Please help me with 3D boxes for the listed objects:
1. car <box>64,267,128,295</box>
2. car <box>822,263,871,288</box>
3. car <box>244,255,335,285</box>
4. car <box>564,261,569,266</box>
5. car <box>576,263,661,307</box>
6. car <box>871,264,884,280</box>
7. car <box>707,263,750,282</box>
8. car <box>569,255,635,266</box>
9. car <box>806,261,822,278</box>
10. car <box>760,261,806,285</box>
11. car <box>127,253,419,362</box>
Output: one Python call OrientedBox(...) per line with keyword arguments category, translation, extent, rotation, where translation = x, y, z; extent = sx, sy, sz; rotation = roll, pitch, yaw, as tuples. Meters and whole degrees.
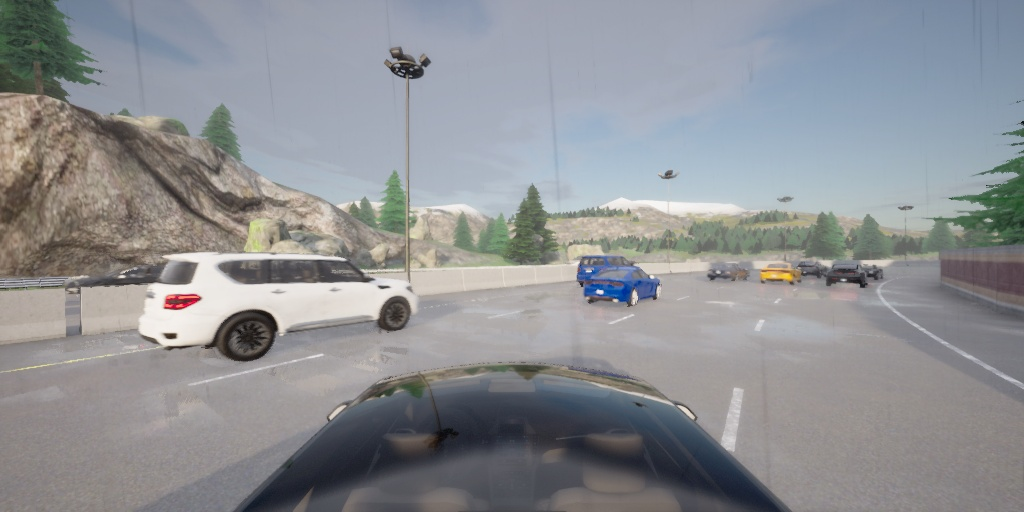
OrientedBox(category="car", translation=(-19.351, 1.255, 18.597), extent=(1.837, 1.490, 4.892), rotation=(0, 0, 35))
OrientedBox(category="car", translation=(22.502, 1.255, 24.063), extent=(4.892, 1.490, 1.837), rotation=(0, 0, -43))
OrientedBox(category="car", translation=(-17.032, 0.971, 27.728), extent=(2.150, 2.045, 5.566), rotation=(0, 0, 38))
OrientedBox(category="car", translation=(9.790, 1.061, 50.443), extent=(5.566, 2.045, 2.150), rotation=(0, 0, -40))
OrientedBox(category="car", translation=(4.933, 1.227, 15.630), extent=(1.882, 1.535, 5.008), rotation=(0, 0, 39))
OrientedBox(category="car", translation=(30.453, 1.351, 30.884), extent=(4.718, 1.301, 1.895), rotation=(0, 0, -39))
OrientedBox(category="car", translation=(17.700, 1.297, 29.211), extent=(5.357, 1.411, 2.033), rotation=(0, 0, -43))
OrientedBox(category="car", translation=(6.161, 0.972, 22.478), extent=(2.150, 2.045, 5.566), rotation=(0, 0, 42))
OrientedBox(category="car", translation=(27.742, 1.241, 33.176), extent=(4.902, 1.511, 2.128), rotation=(0, 0, -39))
OrientedBox(category="car", translation=(19.790, 1.228, 26.313), extent=(5.008, 1.535, 1.882), rotation=(0, 0, -44))
OrientedBox(category="car", translation=(-4.891, 0.967, 8.569), extent=(2.150, 2.045, 5.566), rotation=(0, -1, 35))
